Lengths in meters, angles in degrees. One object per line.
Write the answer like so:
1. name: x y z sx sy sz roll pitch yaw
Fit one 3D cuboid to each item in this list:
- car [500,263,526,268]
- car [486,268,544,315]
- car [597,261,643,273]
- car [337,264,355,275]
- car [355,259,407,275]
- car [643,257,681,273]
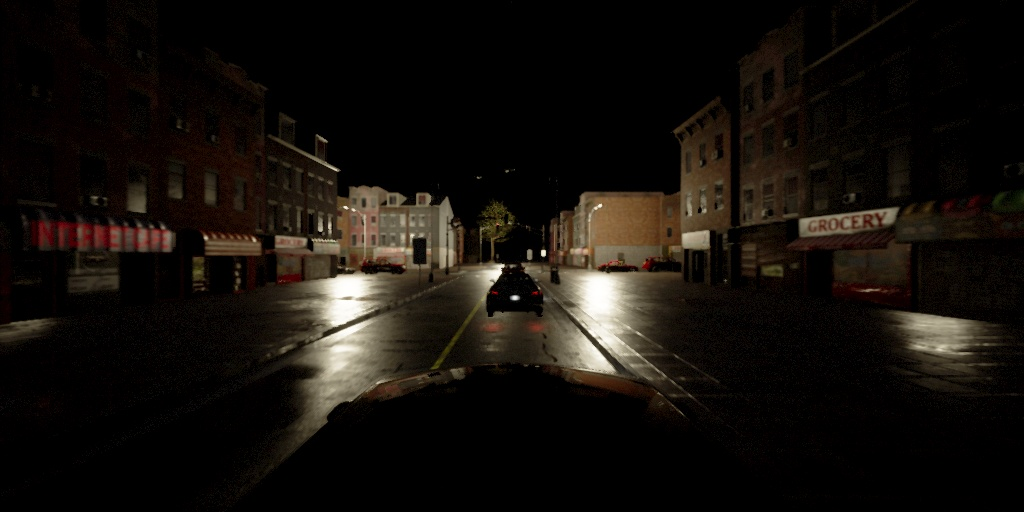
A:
1. car: 0.095 1.271 28.428 1.882 1.535 5.008 0 0 0
2. car: 0.097 1.327 13.584 1.994 1.385 4.181 0 0 0
3. car: 11.940 1.271 40.544 4.507 1.381 1.888 0 0 0
4. car: -19.894 1.524 40.480 4.313 1.339 1.948 0 0 0
5. car: -14.468 1.232 40.491 5.009 1.841 2.192 0 0 0
6. car: 17.374 1.003 40.555 5.009 1.841 2.192 0 0 0
